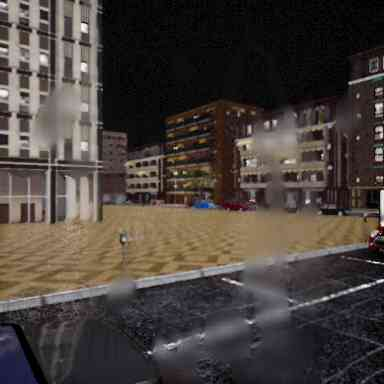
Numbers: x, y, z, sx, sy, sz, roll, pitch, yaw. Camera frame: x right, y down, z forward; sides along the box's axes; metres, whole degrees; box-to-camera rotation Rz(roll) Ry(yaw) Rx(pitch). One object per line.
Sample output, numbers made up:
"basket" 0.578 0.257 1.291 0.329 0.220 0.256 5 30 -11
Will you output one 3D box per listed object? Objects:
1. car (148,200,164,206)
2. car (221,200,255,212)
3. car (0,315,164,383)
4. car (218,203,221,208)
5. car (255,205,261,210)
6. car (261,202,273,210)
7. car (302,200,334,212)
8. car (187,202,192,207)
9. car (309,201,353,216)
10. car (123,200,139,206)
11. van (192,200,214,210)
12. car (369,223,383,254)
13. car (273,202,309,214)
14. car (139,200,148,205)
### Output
"car" -9.263 2.816 88.984 1.967 1.590 4.097 -1 0 -36
"car" 7.181 2.349 51.878 1.887 1.381 4.507 -1 0 -36
"car" -2.619 1.539 1.511 5.357 1.411 2.033 0 0 -36
"car" 7.083 2.409 66.441 1.967 1.590 4.097 -1 0 -36
"car" 8.537 2.173 54.617 2.097 1.767 4.553 0 -1 -36
"car" 13.683 2.388 57.466 1.802 1.307 4.206 -1 0 -36
"car" 18.946 2.117 50.288 1.967 1.590 4.097 -1 0 -36
"car" 0.545 2.714 75.456 1.802 1.307 4.206 -1 0 -36
"car" 16.534 2.123 38.898 2.008 1.369 4.403 -1 0 -36
"car" -16.047 2.935 84.066 2.008 1.369 4.403 -1 0 -36
"van" 2.258 2.269 58.762 1.690 1.788 3.998 -1 0 -36
"car" 8.491 1.531 12.632 4.097 1.590 1.967 0 -1 -36
"car" 13.265 2.204 43.407 2.008 1.369 4.403 -1 0 -36
"car" -12.529 3.024 93.492 1.947 1.339 4.313 -1 0 -36
